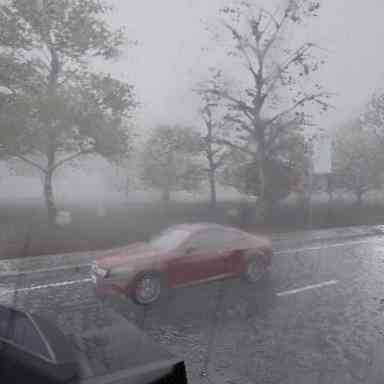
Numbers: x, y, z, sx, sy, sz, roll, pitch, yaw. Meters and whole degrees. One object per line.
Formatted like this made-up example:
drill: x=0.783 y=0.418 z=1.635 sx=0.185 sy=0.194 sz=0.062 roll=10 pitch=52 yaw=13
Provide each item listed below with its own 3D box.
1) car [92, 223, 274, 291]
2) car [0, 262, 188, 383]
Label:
car: x=-0.041 y=1.503 z=8.032 sx=4.674 sy=1.442 sz=1.812 roll=0 pitch=0 yaw=-33
car: x=-2.444 y=1.592 z=2.166 sx=4.718 sy=1.301 sz=1.895 roll=0 pitch=0 yaw=-35
